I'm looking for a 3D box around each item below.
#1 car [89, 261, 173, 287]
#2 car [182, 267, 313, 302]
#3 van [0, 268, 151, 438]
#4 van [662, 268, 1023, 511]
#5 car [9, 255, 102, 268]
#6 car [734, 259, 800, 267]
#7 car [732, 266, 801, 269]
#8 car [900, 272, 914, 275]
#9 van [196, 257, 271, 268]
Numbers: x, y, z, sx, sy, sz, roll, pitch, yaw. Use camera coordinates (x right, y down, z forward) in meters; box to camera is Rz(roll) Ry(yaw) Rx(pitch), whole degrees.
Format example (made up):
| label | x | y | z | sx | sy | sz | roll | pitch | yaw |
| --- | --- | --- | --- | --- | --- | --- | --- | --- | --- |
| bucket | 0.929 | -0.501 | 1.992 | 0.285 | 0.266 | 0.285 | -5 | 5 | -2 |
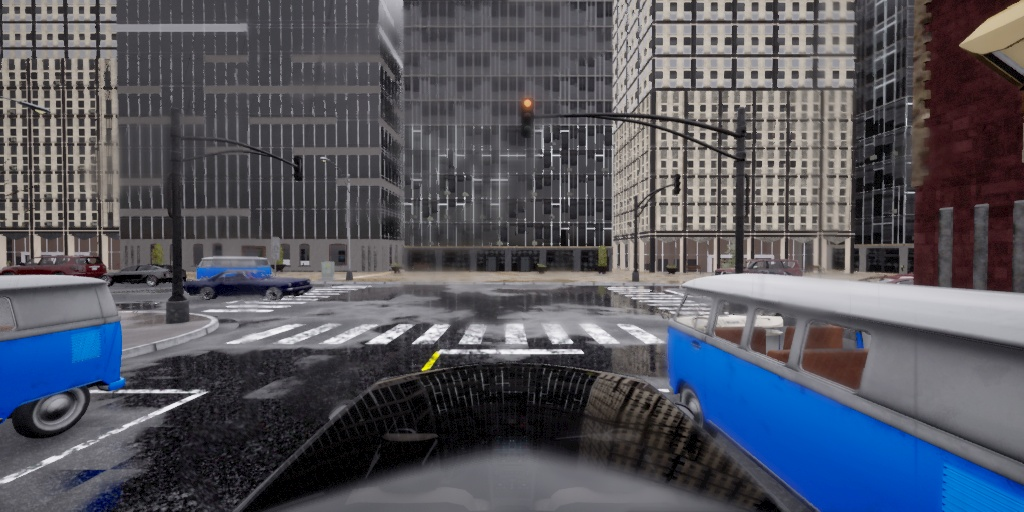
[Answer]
| label | x | y | z | sx | sy | sz | roll | pitch | yaw |
| --- | --- | --- | --- | --- | --- | --- | --- | --- | --- |
| car | -22.769 | 1.150 | 22.246 | 4.313 | 1.339 | 1.948 | 0 | 0 | 0 |
| car | -11.874 | 1.318 | 16.430 | 4.718 | 1.301 | 1.895 | 0 | 1 | 0 |
| van | -5.695 | 1.090 | 2.786 | 1.690 | 1.789 | 3.998 | 0 | 0 | 0 |
| van | 2.686 | 1.090 | 2.795 | 1.690 | 1.789 | 3.998 | 0 | 0 | 0 |
| car | -28.292 | 0.874 | 22.254 | 5.009 | 1.841 | 2.192 | 0 | 0 | 0 |
| car | 15.143 | 1.089 | 22.190 | 5.009 | 1.841 | 2.192 | 0 | 0 | 0 |
| car | 13.636 | 1.404 | 19.586 | 4.718 | 1.301 | 1.895 | 0 | 1 | 0 |
| car | 15.129 | 1.437 | 13.810 | 4.507 | 1.381 | 1.888 | 0 | 0 | 0 |
| van | -17.246 | 0.951 | 22.238 | 3.998 | 1.789 | 1.690 | 0 | 0 | 0 |
